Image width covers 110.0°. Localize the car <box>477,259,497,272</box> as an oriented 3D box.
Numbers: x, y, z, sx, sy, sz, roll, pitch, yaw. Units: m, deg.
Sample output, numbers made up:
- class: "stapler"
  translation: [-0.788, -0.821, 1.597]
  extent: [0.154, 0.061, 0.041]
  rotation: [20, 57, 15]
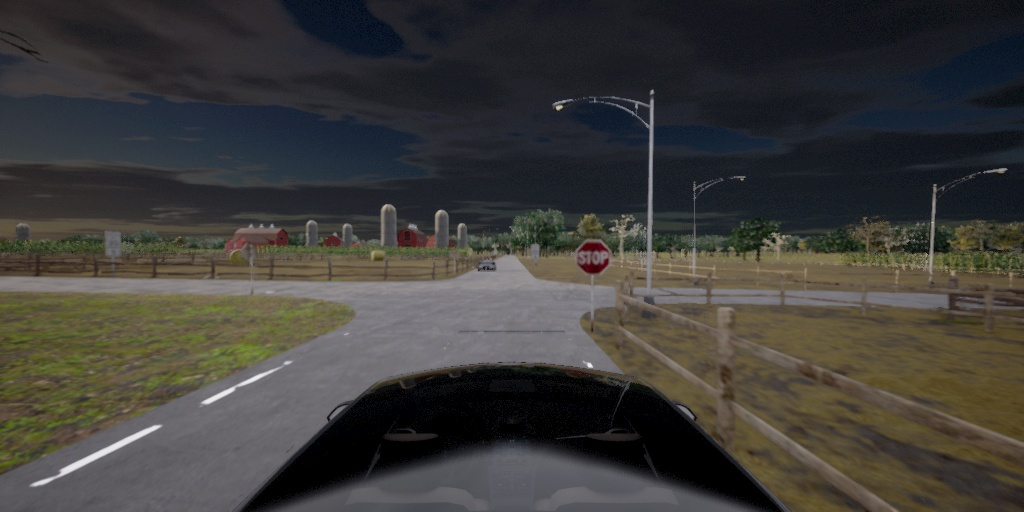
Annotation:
- class: "car"
  translation: [-2.756, 1.057, 40.143]
  extent: [1.994, 1.385, 4.181]
  rotation: [0, 1, 0]
